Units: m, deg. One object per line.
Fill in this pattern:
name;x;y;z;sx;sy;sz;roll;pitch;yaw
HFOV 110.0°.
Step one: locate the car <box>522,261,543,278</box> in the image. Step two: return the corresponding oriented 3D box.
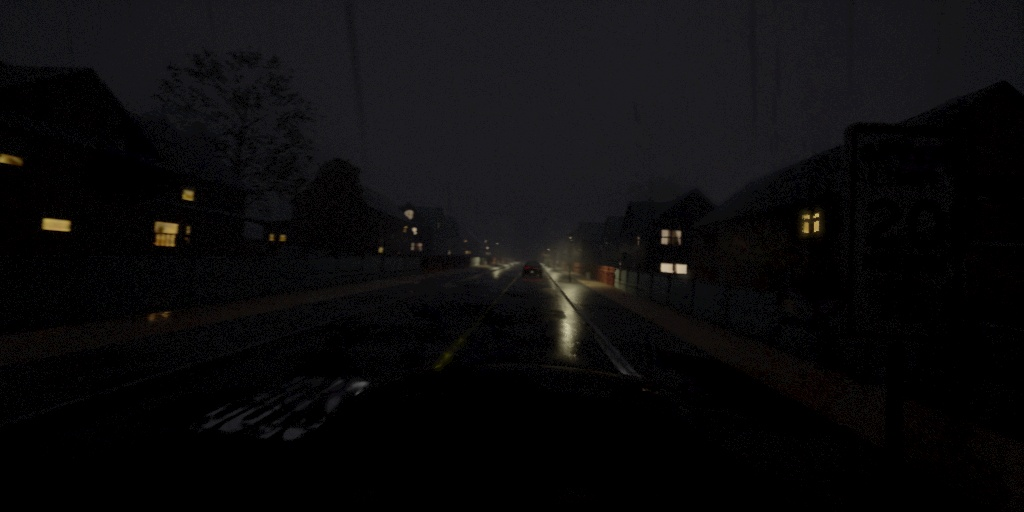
car;2.029;1.316;35.475;1.882;1.535;5.008;3;0;4
